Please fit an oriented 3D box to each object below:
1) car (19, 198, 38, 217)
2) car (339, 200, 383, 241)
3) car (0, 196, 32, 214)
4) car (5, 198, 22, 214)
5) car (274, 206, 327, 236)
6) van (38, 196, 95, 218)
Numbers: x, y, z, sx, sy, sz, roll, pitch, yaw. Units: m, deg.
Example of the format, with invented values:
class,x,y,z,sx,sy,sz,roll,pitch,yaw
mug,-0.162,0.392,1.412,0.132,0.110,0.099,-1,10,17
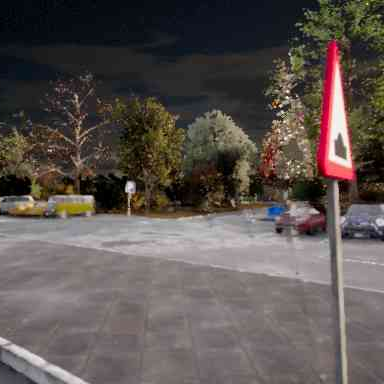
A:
class,x,y,z,sx,sy,sz,roll,pitch,yaw
car,-13.180,1.564,31.959,1.946,1.575,5.366,-1,-1,35
car,8.629,1.313,16.454,2.185,1.767,4.553,0,0,35
car,-20.165,1.480,36.597,2.435,2.045,5.566,-2,-1,35
car,-15.358,1.610,33.487,1.946,1.575,5.366,-1,-1,35
car,6.007,1.473,18.238,2.002,1.452,4.674,0,0,35
van,-11.069,1.300,30.109,1.878,1.987,4.442,-1,-1,35
